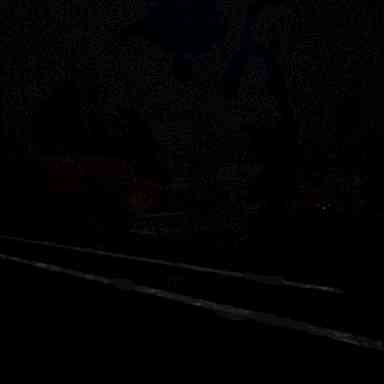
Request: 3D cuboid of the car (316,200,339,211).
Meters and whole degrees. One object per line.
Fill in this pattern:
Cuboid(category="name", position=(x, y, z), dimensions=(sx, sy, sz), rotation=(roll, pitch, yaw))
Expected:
Cuboid(category="car", position=(16.868, 1.608, 41.284), dimensions=(1.895, 1.301, 4.718), rotation=(0, 0, 34))
